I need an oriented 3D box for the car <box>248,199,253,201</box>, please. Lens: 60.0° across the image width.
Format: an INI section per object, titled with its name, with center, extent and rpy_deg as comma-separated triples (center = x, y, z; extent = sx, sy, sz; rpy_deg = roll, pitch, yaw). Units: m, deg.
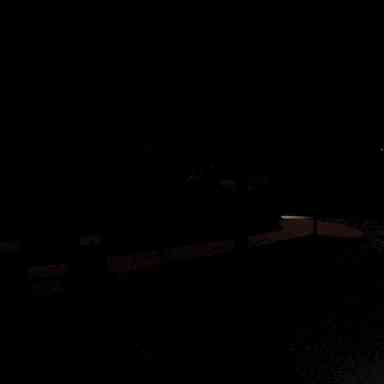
[car]
center = 4.895, 1.348, 29.594
extent = 4.892, 1.490, 1.837
rpy_deg = 0, 0, 42
